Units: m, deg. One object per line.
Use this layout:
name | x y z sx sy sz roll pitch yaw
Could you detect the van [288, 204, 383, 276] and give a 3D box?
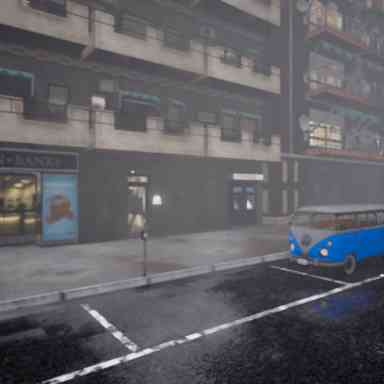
van | 4.568 1.261 9.809 3.998 1.788 1.690 -1 1 -35
